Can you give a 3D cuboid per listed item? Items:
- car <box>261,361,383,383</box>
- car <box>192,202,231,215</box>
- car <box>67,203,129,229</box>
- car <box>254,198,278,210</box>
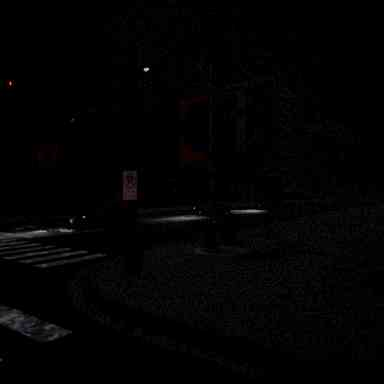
[{"bbox_3d":[2.176,1.551,1.294,4.403,1.369,2.008,0,0,36],"label":"car"},{"bbox_3d":[2.037,1.646,33.459,1.895,1.301,4.718,0,0,35],"label":"car"},{"bbox_3d":[-5.916,1.511,22.199,2.128,1.511,4.902,0,0,35],"label":"car"},{"bbox_3d":[10.044,1.566,44.736,2.128,1.511,4.902,0,0,36],"label":"car"}]
